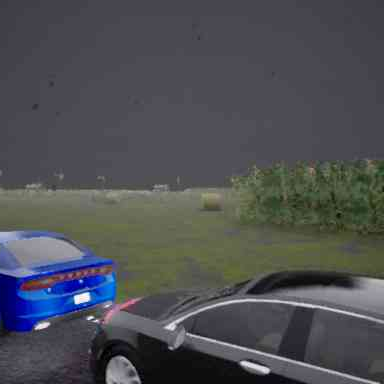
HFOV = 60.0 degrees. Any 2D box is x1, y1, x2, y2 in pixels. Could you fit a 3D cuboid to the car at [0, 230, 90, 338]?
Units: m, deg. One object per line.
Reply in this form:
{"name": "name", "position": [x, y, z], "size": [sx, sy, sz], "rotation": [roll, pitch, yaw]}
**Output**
{"name": "car", "position": [-3.659, 1.529, 6.798], "size": [5.008, 1.535, 1.882], "rotation": [0, -1, 39]}

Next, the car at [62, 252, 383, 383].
{"name": "car", "position": [1.022, 1.544, 3.191], "size": [4.892, 1.490, 1.837], "rotation": [0, -1, 36]}
